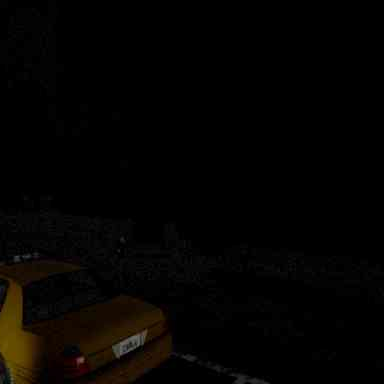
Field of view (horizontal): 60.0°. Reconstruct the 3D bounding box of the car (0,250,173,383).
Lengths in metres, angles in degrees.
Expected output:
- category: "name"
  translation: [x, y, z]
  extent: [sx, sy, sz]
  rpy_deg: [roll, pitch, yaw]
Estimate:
- category: "car"
  translation: [-2.511, 1.525, 4.751]
  extent: [4.829, 1.417, 1.752]
  rpy_deg: [0, 0, 36]
